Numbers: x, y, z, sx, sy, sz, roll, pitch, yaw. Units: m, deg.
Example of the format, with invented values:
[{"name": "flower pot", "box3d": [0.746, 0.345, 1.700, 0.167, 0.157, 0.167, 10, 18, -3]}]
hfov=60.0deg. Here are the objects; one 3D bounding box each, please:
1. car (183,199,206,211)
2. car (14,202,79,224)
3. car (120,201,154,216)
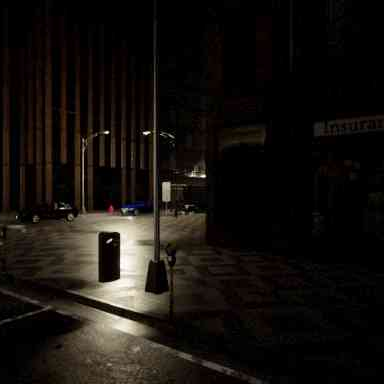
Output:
[{"name": "car", "box3d": [0.785, 1.627, 42.648, 2.128, 1.511, 4.902, 0, 0, 35]}, {"name": "car", "box3d": [-11.163, 1.567, 25.776, 1.837, 1.490, 4.892, 0, 0, 35]}, {"name": "car", "box3d": [-5.230, 1.625, 34.169, 1.812, 1.442, 4.674, 0, 0, 36]}]
